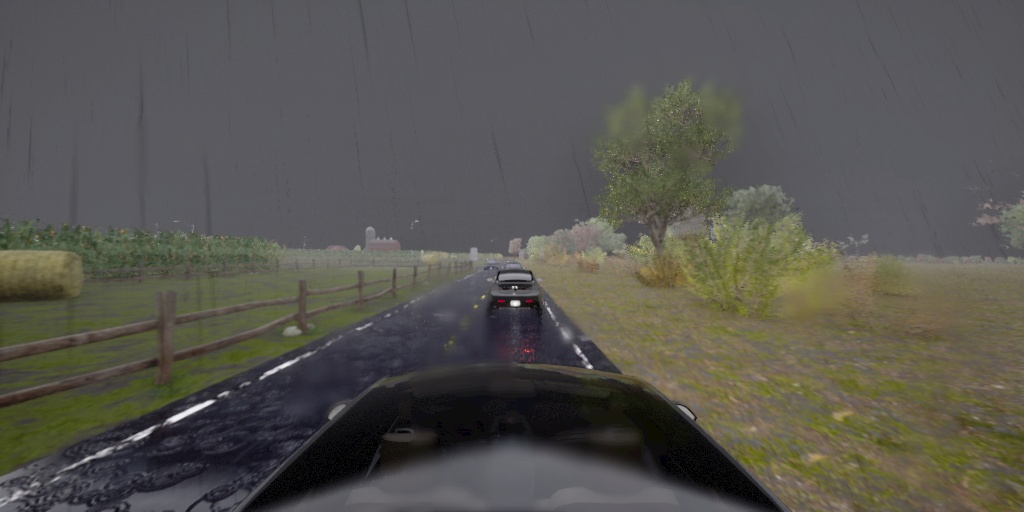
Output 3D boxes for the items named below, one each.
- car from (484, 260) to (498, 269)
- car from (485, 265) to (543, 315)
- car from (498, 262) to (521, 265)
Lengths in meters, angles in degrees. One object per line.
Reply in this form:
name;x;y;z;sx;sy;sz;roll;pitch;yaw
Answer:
car;-2.757;1.246;49.593;2.033;1.411;5.357;0;0;0
car;0.102;1.233;13.534;1.837;1.490;4.892;0;0;0
car;0.101;1.257;31.021;2.033;1.411;5.357;0;0;0
